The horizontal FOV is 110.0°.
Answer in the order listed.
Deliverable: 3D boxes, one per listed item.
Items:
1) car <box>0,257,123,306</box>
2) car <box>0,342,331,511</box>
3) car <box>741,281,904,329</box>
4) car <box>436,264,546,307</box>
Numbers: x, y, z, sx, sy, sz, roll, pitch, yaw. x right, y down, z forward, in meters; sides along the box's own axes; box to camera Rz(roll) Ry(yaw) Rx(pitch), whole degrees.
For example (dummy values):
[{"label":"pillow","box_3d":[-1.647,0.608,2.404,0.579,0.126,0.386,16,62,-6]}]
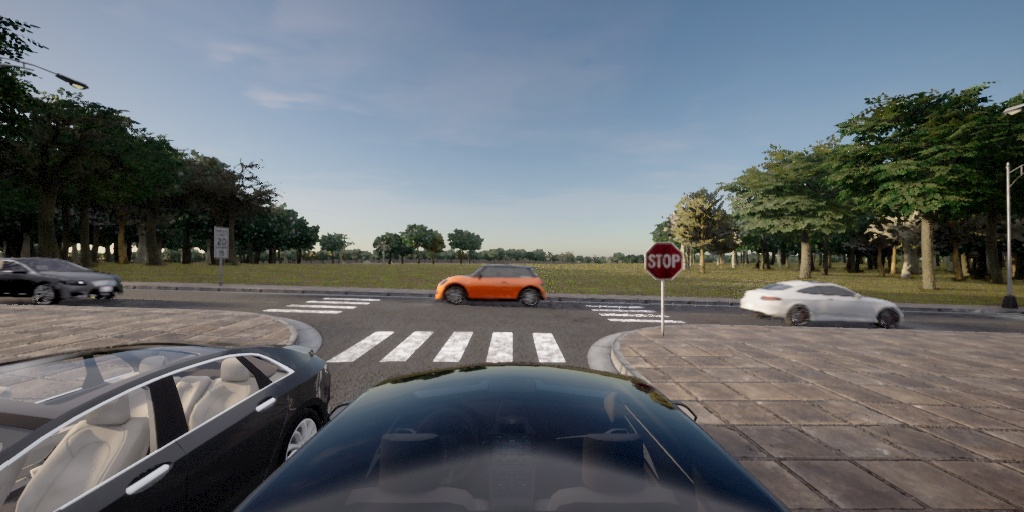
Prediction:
[{"label":"car","box_3d":[-16.409,0.811,12.347,4.902,1.511,2.128,2,-1,0]},{"label":"car","box_3d":[-2.637,1.300,1.866,2.007,1.370,4.403,0,0,0]},{"label":"car","box_3d":[10.460,1.594,12.310,4.674,1.442,1.812,2,-1,0]},{"label":"car","box_3d":[-0.853,1.131,15.277,4.553,1.767,2.097,2,-1,0]}]
